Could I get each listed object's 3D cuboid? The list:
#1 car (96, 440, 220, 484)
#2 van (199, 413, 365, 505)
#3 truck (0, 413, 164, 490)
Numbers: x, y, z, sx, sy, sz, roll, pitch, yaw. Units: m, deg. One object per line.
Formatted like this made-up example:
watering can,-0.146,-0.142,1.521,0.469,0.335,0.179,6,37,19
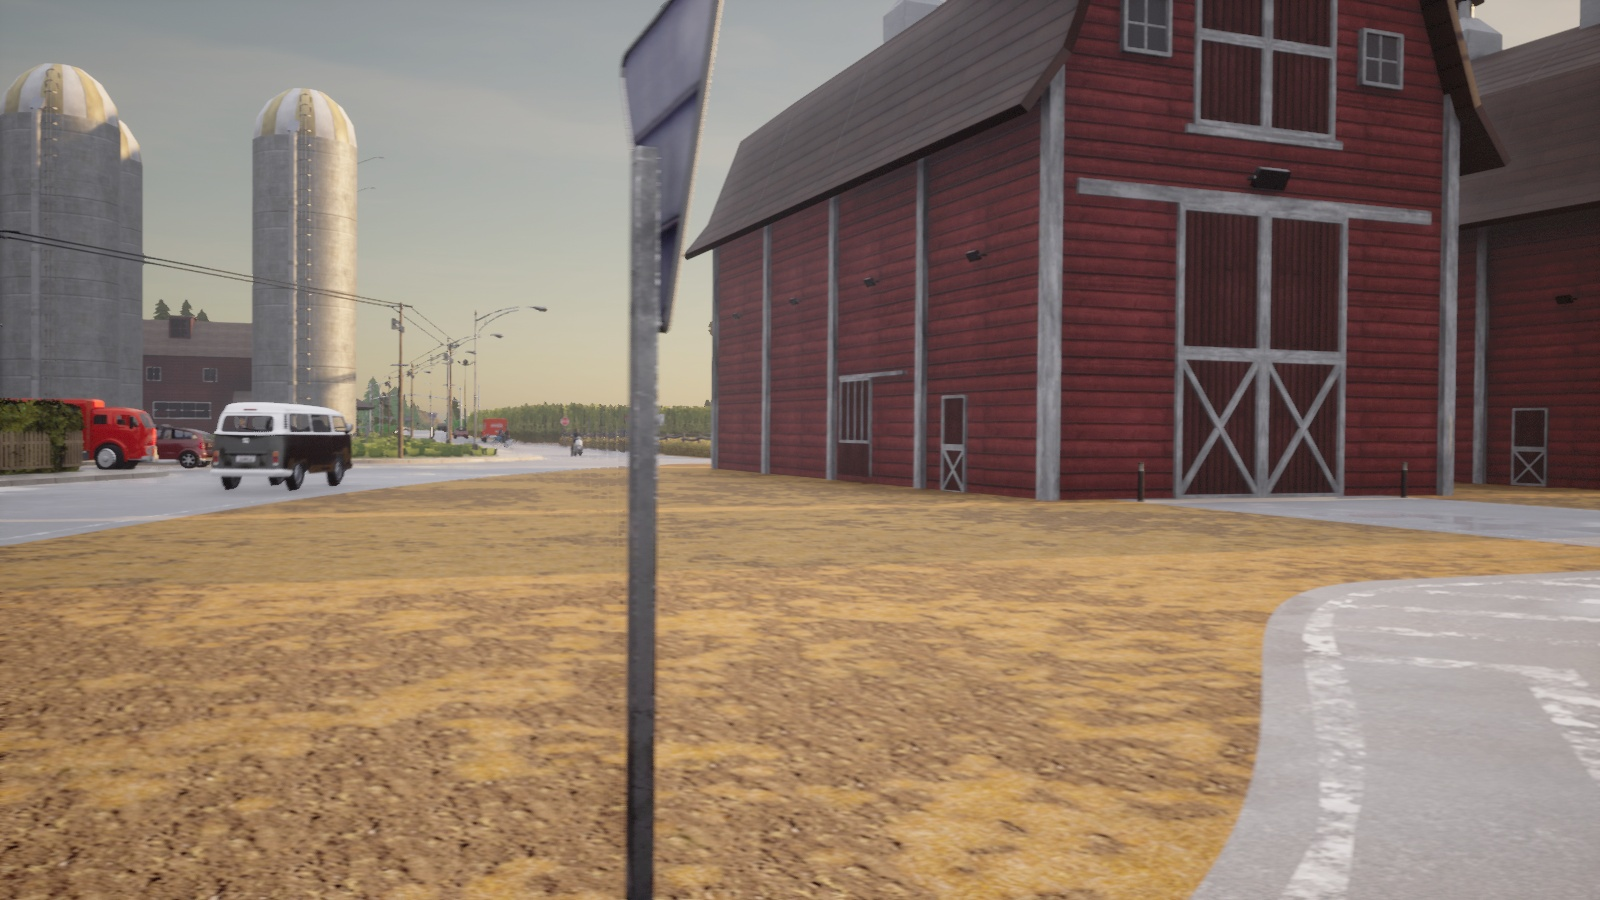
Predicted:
car,-23.772,0.422,46.616,3.705,1.549,1.789,-1,1,-10
van,-12.400,0.167,30.431,2.069,2.038,4.480,-1,1,1
truck,-24.734,0.037,42.553,5.204,2.467,2.627,-1,1,-14
